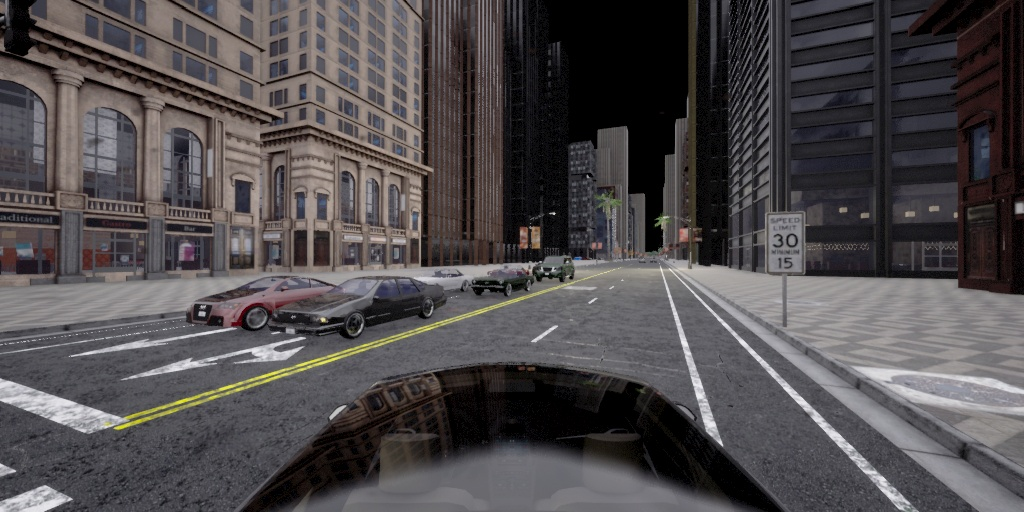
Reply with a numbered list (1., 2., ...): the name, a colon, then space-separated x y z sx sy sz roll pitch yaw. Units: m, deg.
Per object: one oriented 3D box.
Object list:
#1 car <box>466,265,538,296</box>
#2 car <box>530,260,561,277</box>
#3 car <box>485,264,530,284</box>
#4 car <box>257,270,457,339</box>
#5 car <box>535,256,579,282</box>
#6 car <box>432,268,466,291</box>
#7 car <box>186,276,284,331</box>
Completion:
1. car: -0.384 1.357 19.412 1.895 1.301 4.718 0 0 22
2. car: 3.645 1.250 37.903 1.882 1.535 5.008 0 0 23
3. car: -0.224 1.363 28.459 1.895 1.301 4.718 0 0 22
4. car: -3.986 1.299 10.525 2.033 1.411 5.357 0 0 22
5. car: 3.637 0.986 29.324 2.150 2.045 5.566 0 0 22
6. car: -3.967 1.356 19.227 1.895 1.301 4.718 0 0 22
7. car: -7.254 1.315 11.106 1.994 1.385 4.181 0 0 22
